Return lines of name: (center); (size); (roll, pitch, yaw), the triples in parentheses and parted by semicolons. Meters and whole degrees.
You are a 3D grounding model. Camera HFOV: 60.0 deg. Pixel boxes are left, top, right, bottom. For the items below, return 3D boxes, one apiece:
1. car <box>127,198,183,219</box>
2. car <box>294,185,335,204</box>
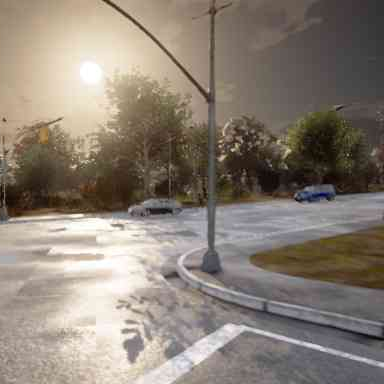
car: (-2.992, 1.290, 27.376); (4.902, 1.511, 2.128); (-1, 1, -40)
car: (14.775, 0.220, 40.059); (5.566, 2.045, 2.150); (-4, 2, -30)
